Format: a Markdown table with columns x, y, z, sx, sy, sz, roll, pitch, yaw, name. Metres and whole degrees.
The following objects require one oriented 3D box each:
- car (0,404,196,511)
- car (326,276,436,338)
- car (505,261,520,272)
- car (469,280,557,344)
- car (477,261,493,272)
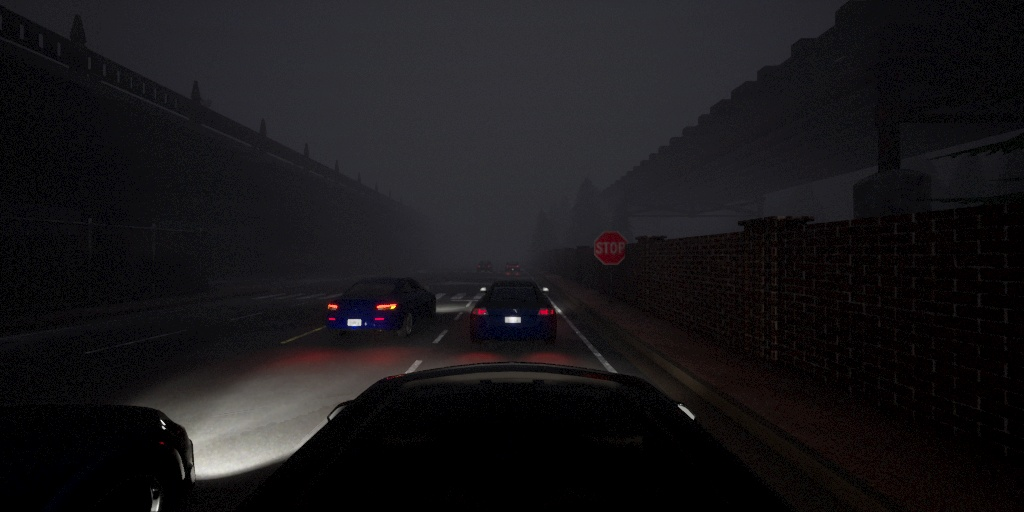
| x | y | z | sx | sy | sz | roll | pitch | yaw | name |
| --- | --- | --- | --- | --- | --- | --- | --- | --- | --- |
| -3.399 | 1.314 | 0.974 | 1.994 | 1.385 | 4.181 | 0 | 0 | 0 | car |
| -3.421 | 1.276 | 10.070 | 1.812 | 1.442 | 4.674 | 0 | 0 | 0 | car |
| 0.060 | 1.351 | 46.257 | 1.895 | 1.301 | 4.718 | 0 | 0 | -1 | car |
| 0.061 | 1.314 | 9.551 | 1.994 | 1.385 | 4.181 | 0 | 0 | 1 | car |
| -3.434 | 1.297 | 46.042 | 2.033 | 1.411 | 5.357 | 0 | 0 | -1 | car |
